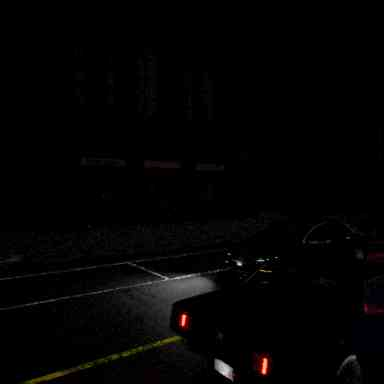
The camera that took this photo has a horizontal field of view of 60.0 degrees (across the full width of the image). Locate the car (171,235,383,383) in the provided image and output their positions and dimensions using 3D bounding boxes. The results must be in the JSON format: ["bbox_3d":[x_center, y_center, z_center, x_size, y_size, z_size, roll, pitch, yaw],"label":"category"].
[{"bbox_3d":[2.148,1.601,4.842,4.718,1.301,1.895,0,0,-36],"label":"car"}]

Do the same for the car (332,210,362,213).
[{"bbox_3d":[6.996,1.547,15.505,4.507,1.381,1.887,0,0,-35],"label":"car"}]

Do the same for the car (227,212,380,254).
[{"bbox_3d":[3.132,1.505,9.476,4.892,1.490,1.837,0,0,-35],"label":"car"}]
